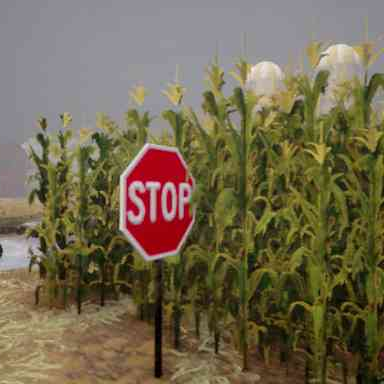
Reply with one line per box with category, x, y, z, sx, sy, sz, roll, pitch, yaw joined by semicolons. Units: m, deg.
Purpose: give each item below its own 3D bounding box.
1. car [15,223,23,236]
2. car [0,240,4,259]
car;-6.342;1.641;17.687;2.033;1.411;5.357;0;0;34
car;-7.147;1.533;9.286;1.837;1.490;4.892;-3;-1;-7
